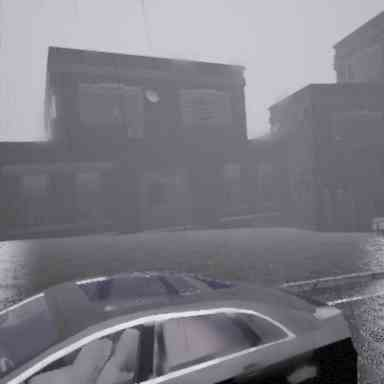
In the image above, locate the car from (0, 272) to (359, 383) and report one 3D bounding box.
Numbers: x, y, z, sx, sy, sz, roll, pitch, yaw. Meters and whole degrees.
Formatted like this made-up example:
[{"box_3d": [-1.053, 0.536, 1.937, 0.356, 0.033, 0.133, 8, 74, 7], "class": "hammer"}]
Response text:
[{"box_3d": [-0.787, 1.533, 2.685, 4.902, 1.511, 2.128, 0, -1, -29], "class": "car"}]
